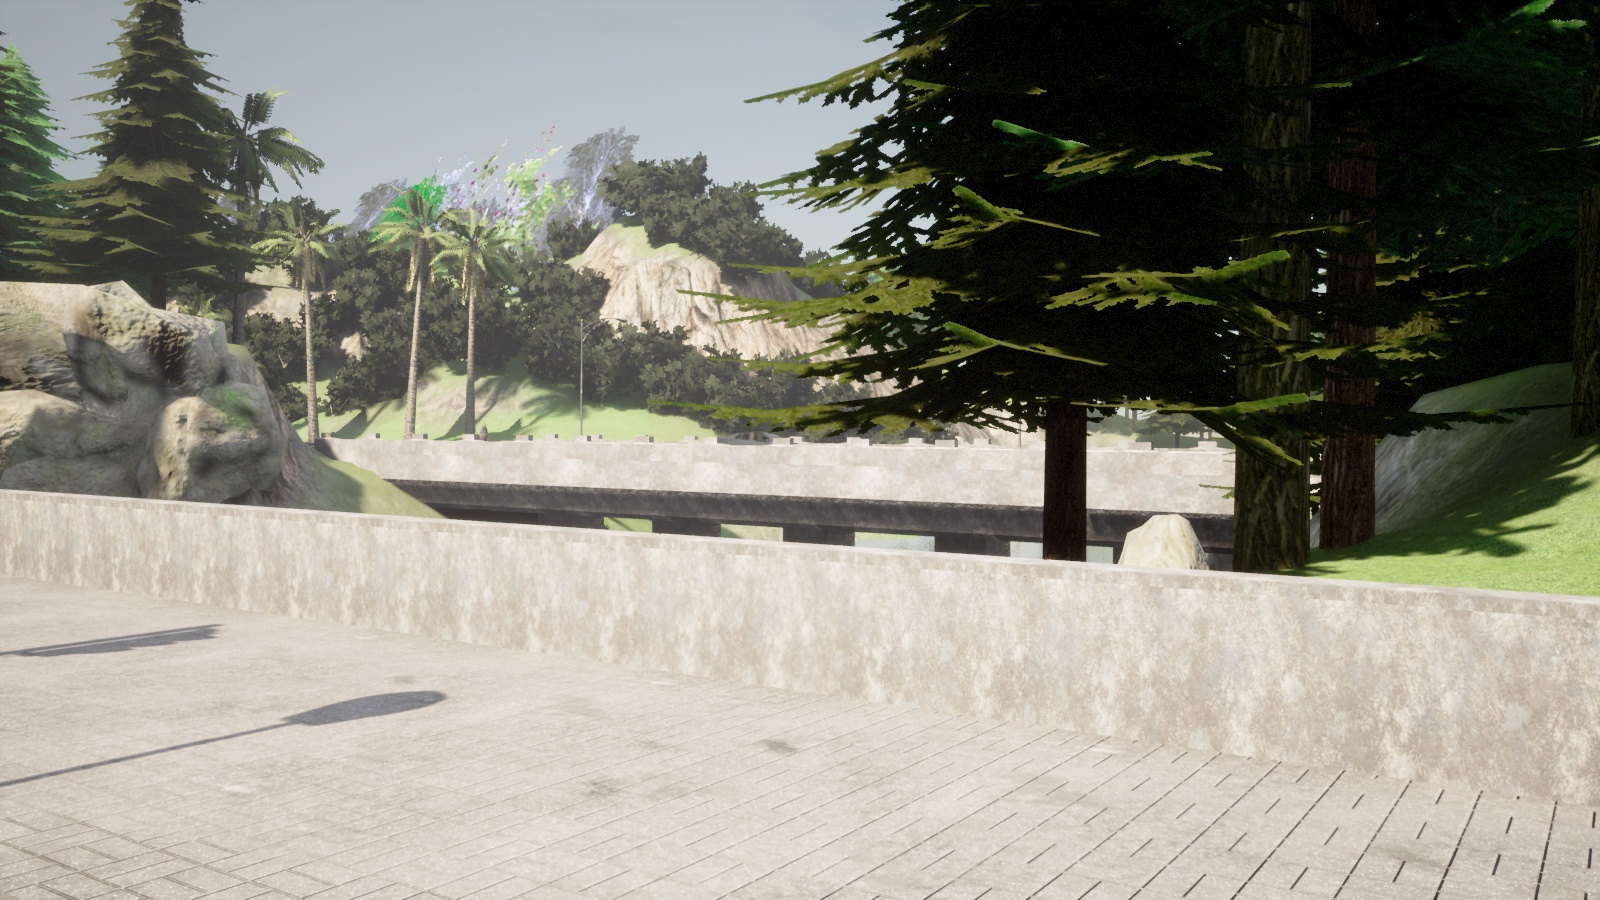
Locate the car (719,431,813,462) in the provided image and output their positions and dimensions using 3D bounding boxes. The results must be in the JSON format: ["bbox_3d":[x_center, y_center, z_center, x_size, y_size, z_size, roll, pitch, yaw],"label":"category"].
[{"bbox_3d":[-1.755,-0.191,64.824,4.514,1.525,2.007,0,1,34],"label":"car"}]
